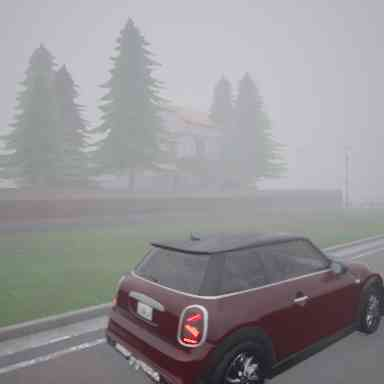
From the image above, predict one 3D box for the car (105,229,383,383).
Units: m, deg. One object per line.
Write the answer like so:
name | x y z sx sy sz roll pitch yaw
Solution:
car | 1.104 1.367 5.133 4.553 1.767 2.097 0 0 -39
